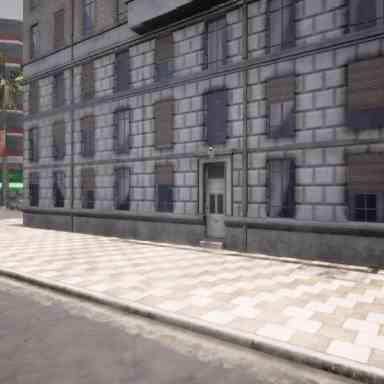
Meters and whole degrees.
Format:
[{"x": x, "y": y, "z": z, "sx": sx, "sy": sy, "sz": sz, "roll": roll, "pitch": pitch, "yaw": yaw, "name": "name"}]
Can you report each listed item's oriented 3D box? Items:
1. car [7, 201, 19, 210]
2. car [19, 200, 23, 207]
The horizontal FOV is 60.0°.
[{"x": -20.821, "y": 1.564, "z": 41.787, "sx": 1.994, "sy": 1.385, "sz": 4.181, "roll": 0, "pitch": 0, "yaw": 36, "name": "car"}, {"x": -17.725, "y": 1.526, "z": 40.103, "sx": 1.812, "sy": 1.442, "sz": 4.674, "roll": 0, "pitch": 0, "yaw": 36, "name": "car"}]
